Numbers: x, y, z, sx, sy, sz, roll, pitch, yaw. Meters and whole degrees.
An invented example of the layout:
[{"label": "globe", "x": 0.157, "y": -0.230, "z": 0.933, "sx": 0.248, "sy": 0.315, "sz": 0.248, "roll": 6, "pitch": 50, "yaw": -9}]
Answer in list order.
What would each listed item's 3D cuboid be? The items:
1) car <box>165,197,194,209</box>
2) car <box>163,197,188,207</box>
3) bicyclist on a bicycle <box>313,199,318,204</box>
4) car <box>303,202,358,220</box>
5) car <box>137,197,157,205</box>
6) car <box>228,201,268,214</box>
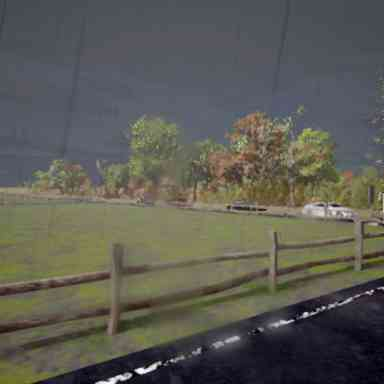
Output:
[{"label": "car", "x": -1.542, "y": 1.644, "z": 48.585, "sx": 1.812, "sy": 1.442, "sz": 4.674, "roll": 0, "pitch": 1, "yaw": -34}, {"label": "car", "x": -2.767, "y": 1.605, "z": 55.423, "sx": 1.882, "sy": 1.535, "sz": 5.008, "roll": 0, "pitch": 0, "yaw": -34}, {"label": "bicyclist on a bicycle", "x": 13.773, "y": 1.580, "z": 36.892, "sx": 1.656, "sy": 1.620, "sz": 0.582, "roll": 0, "pitch": 0, "yaw": -35}, {"label": "car", "x": 11.947, "y": 1.624, "z": 29.026, "sx": 1.812, "sy": 1.442, "sz": 4.674, "roll": 0, "pitch": 0, "yaw": -35}, {"label": "car", "x": -8.709, "y": 1.669, "z": 63.938, "sx": 2.033, "sy": 1.411, "sz": 5.357, "roll": 0, "pitch": 0, "yaw": -35}, {"label": "car", "x": 6.224, "y": 1.712, "z": 37.311, "sx": 1.895, "sy": 1.301, "sz": 4.718, "roll": 0, "pitch": 0, "yaw": -35}]
